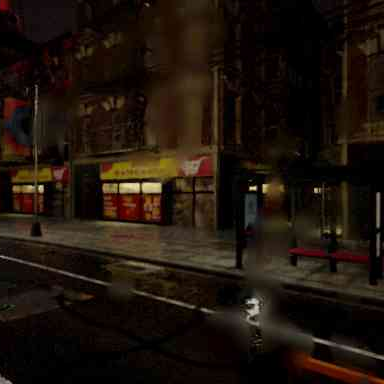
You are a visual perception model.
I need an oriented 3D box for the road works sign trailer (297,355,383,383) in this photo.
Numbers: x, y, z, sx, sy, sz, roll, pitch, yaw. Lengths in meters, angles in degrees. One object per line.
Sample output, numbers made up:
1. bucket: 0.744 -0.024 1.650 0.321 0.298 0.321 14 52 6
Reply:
1. road works sign trailer: 2.278 0.496 2.690 2.880 3.560 2.380 0 0 38
